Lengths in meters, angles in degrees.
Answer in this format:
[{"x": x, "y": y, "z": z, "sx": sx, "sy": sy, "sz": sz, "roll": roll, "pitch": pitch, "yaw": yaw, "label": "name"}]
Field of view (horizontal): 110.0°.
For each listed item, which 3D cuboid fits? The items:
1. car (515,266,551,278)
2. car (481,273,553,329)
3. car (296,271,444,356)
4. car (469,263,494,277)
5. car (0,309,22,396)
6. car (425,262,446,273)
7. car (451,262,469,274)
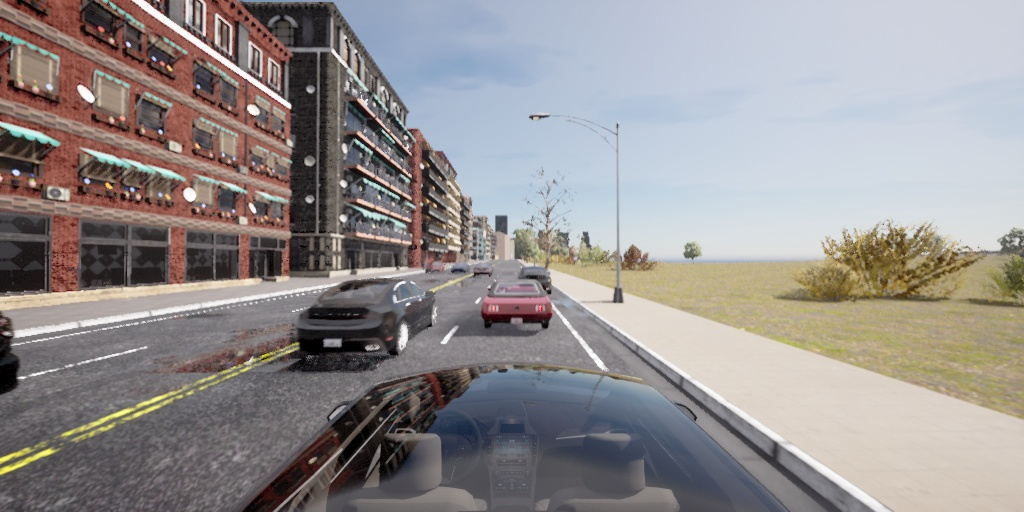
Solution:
[{"x": 1.216, "y": 1.333, "z": 20.709, "sx": 1.837, "sy": 1.490, "sz": 4.892, "roll": 0, "pitch": 0, "yaw": 0, "label": "car"}, {"x": 0.140, "y": 1.391, "z": 11.449, "sx": 1.895, "sy": 1.301, "sz": 4.718, "roll": 0, "pitch": 0, "yaw": 0, "label": "car"}, {"x": -3.120, "y": 1.283, "z": 8.678, "sx": 1.837, "sy": 1.490, "sz": 4.892, "roll": 0, "pitch": 0, "yaw": 0, "label": "car"}, {"x": -3.002, "y": 1.445, "z": 38.202, "sx": 2.033, "sy": 1.411, "sz": 5.357, "roll": 0, "pitch": 0, "yaw": 0, "label": "car"}, {"x": -6.601, "y": 0.971, "z": 1.607, "sx": 2.150, "sy": 2.045, "sz": 5.566, "roll": 0, "pitch": 0, "yaw": 0, "label": "car"}, {"x": -9.667, "y": 1.452, "z": 45.396, "sx": 1.812, "sy": 1.442, "sz": 4.674, "roll": 0, "pitch": 0, "yaw": 0, "label": "car"}, {"x": -6.421, "y": 1.472, "z": 45.115, "sx": 2.033, "sy": 1.411, "sz": 5.357, "roll": 0, "pitch": 0, "yaw": 0, "label": "car"}]
